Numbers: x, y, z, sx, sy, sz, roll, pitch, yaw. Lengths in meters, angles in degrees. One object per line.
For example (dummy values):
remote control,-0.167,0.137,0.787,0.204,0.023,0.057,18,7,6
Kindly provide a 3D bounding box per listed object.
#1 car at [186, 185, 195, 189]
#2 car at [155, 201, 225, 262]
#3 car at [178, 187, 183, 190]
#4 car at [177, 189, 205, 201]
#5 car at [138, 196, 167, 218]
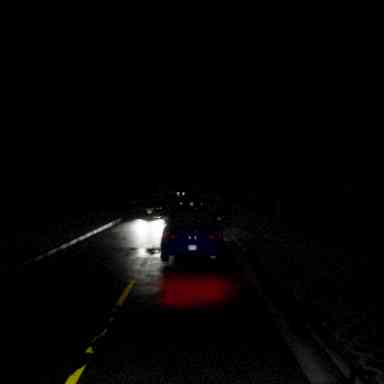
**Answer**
car,-0.360,-0.777,86.337,2.150,2.045,5.566,0,2,0
car,0.021,1.309,11.522,1.882,1.535,5.008,0,1,0
car,-3.138,-0.546,93.197,1.812,1.442,4.674,0,2,0
car,-0.039,0.909,27.421,2.097,1.767,4.553,0,1,0
car,-2.943,1.083,25.489,2.128,1.511,4.902,0,1,0
